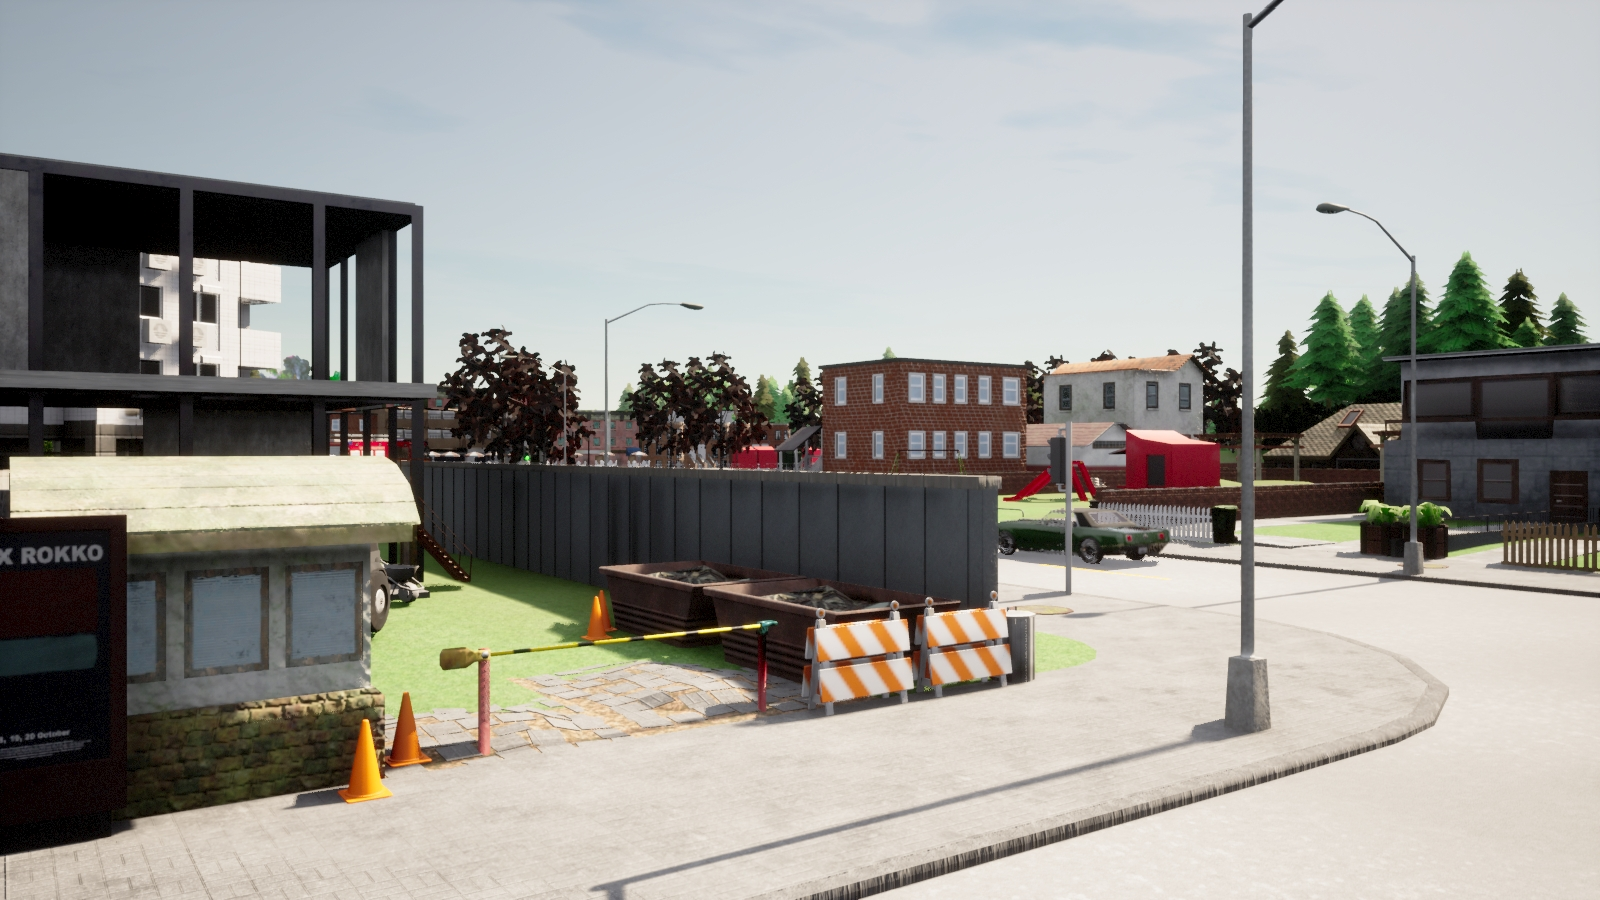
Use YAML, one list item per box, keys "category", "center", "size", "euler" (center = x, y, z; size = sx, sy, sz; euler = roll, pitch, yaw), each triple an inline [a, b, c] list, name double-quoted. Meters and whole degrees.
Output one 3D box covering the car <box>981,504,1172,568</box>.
- category: "car"
  center: [7.017, 2.146, 29.446]
  size: [1.895, 1.301, 4.718]
  euler: [0, 0, -35]
